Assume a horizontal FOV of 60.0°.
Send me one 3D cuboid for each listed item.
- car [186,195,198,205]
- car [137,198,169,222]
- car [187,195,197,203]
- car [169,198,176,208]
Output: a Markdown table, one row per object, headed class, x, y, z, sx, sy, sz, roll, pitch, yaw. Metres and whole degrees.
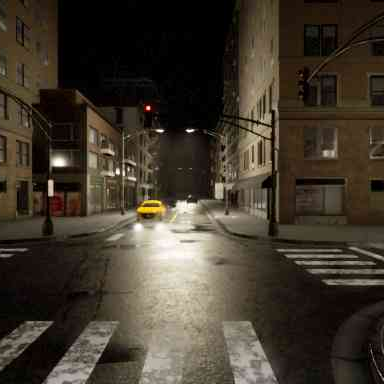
| class | x | y | z | sx | sy | sz | roll | pitch | yaw |
| --- | --- | --- | --- | --- | --- | --- | --- | --- | --- |
| car | 0.031 | 1.454 | 59.266 | 2.128 | 1.511 | 4.902 | 0 | 0 | 0 |
| car | -3.128 | 1.467 | 26.250 | 1.882 | 1.535 | 5.008 | 0 | 0 | 0 |
| car | 0.017 | 1.446 | 69.630 | 2.128 | 1.511 | 4.902 | 0 | 0 | 0 |
| car | -3.142 | 1.520 | 46.612 | 2.033 | 1.411 | 5.357 | 0 | 0 | 0 |
